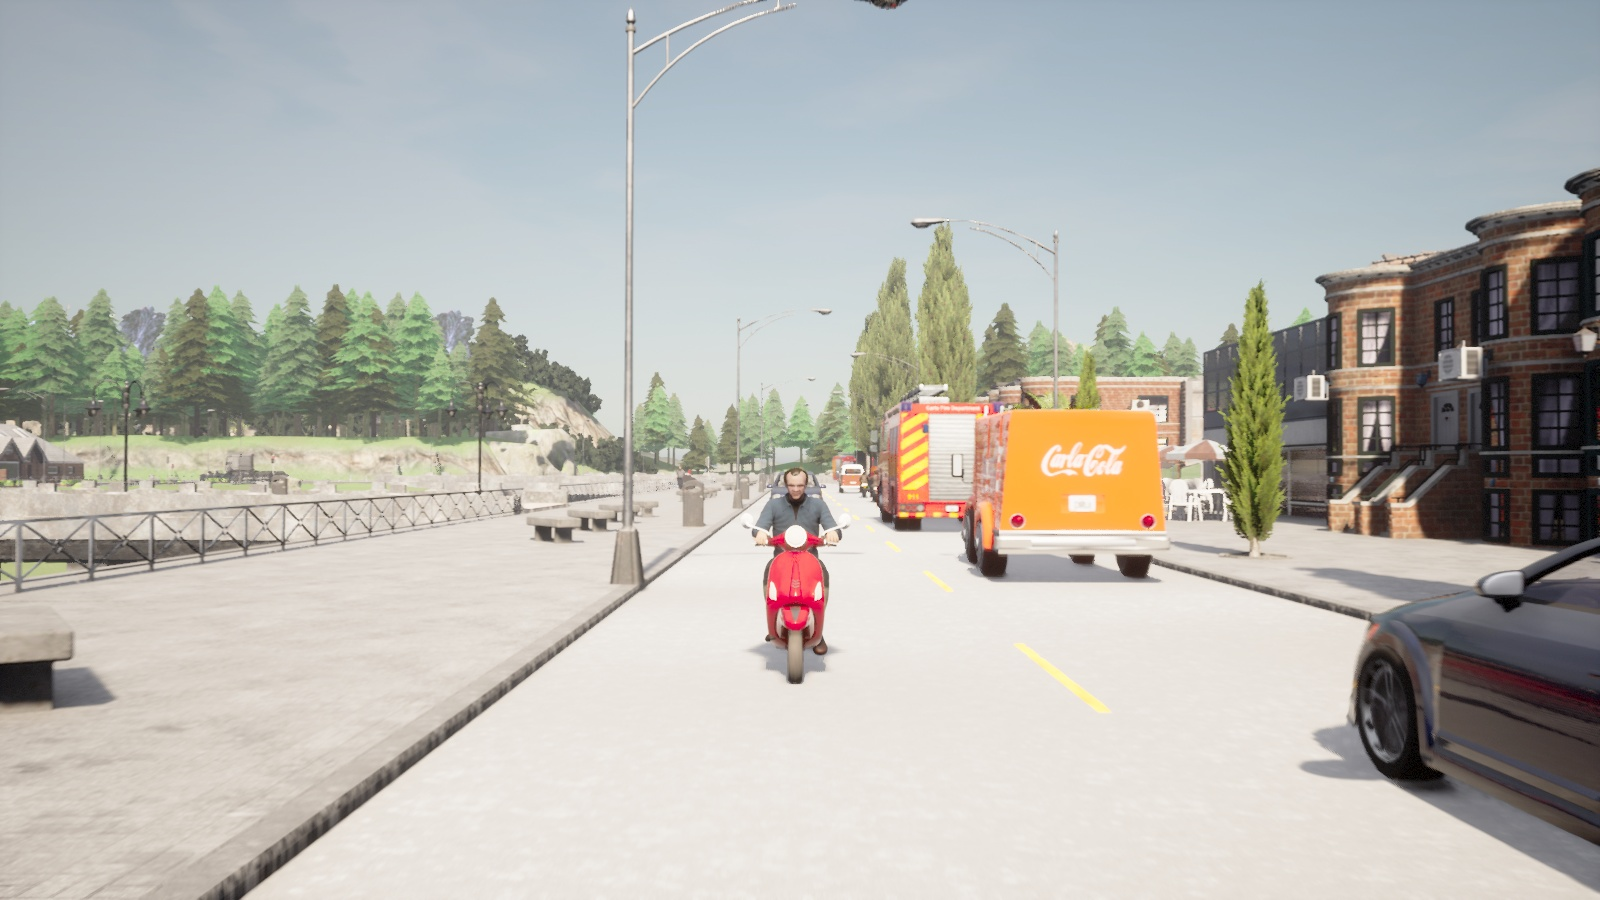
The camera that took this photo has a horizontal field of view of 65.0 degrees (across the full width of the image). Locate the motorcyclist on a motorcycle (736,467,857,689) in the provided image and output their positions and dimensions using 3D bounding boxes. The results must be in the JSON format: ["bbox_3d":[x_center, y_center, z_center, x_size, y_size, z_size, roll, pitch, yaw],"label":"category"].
[{"bbox_3d":[-0.026,0.935,9.960,0.866,1.590,1.817,0,-1,0],"label":"motorcyclist on a motorcycle"}]

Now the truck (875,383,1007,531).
[{"bbox_3d":[3.899,0.250,36.753,2.891,3.827,8.468,0,-1,0],"label":"truck"}]

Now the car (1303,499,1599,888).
[{"bbox_3d":[3.986,0.952,5.347,1.994,1.385,4.181,0,-1,0],"label":"car"}]

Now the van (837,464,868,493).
[{"bbox_3d":[3.762,2.050,91.200,2.069,2.038,4.480,0,-1,0],"label":"van"}]

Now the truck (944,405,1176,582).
[{"bbox_3d":[3.945,0.650,20.207,2.627,2.467,5.204,0,-1,0],"label":"truck"}]

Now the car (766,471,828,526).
[{"bbox_3d":[-0.098,1.429,37.975,1.789,1.549,3.705,0,-1,0],"label":"car"}]
